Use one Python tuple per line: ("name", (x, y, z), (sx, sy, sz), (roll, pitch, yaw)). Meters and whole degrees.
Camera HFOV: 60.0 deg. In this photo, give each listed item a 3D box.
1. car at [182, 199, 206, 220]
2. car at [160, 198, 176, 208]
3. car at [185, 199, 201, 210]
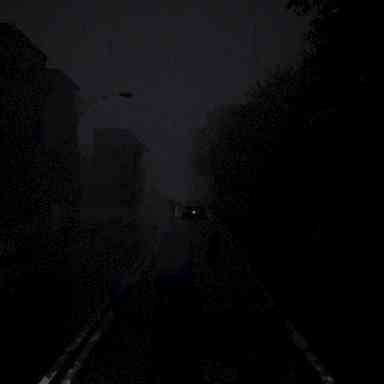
("car", (0.146, 1.572, 28.310), (1.994, 1.385, 4.181), (0, 0, 0))
("car", (-3.312, 1.530, 47.066), (1.994, 1.385, 4.181), (0, 0, 0))
("car", (0.114, 1.580, 42.599), (1.895, 1.301, 4.718), (0, 0, 0))
